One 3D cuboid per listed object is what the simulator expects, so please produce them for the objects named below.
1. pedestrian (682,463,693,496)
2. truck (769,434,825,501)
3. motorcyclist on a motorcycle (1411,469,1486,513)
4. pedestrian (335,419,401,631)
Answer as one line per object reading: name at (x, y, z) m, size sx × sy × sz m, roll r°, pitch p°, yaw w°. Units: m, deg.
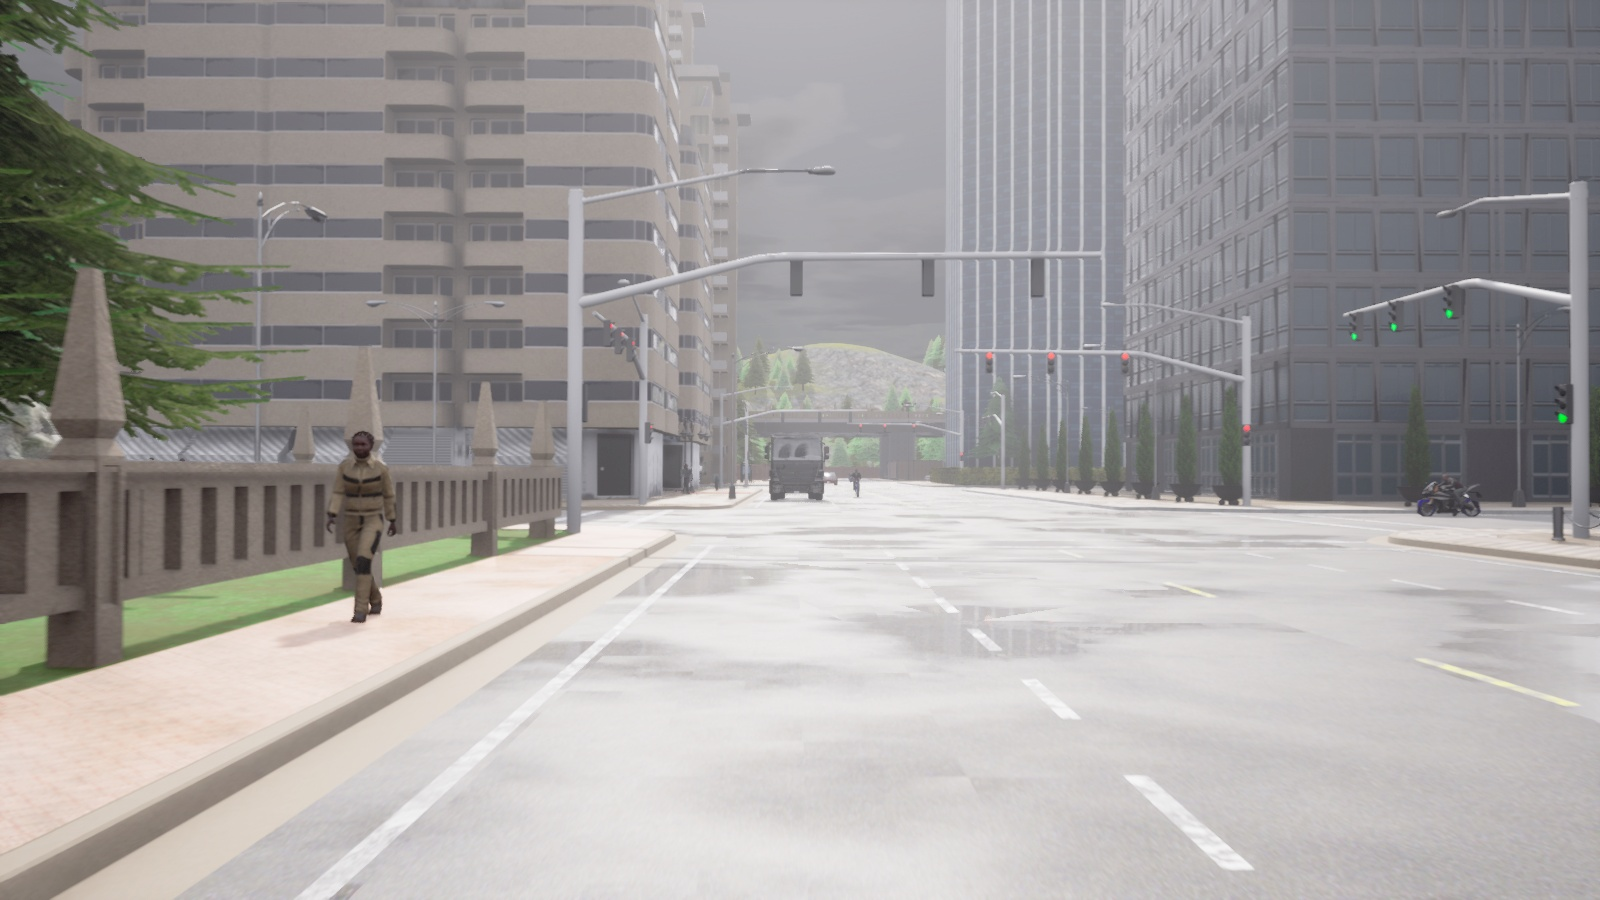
pedestrian at (-6.639, 1.738, 73.972) m, size 0.423 × 1.949 × 0.788 m, roll 0°, pitch -1°, yaw 13°
truck at (-0.169, 0.985, 68.768) m, size 2.891 × 3.462 × 7.936 m, roll 0°, pitch -1°, yaw 0°
motorcyclist on a motorcycle at (22.805, 1.443, 44.178) m, size 2.191 × 1.530 × 0.866 m, roll 0°, pitch -1°, yaw 0°
pedestrian at (-4.039, 0.686, 11.761) m, size 0.396 × 1.930 × 0.692 m, roll 0°, pitch -1°, yaw -2°
